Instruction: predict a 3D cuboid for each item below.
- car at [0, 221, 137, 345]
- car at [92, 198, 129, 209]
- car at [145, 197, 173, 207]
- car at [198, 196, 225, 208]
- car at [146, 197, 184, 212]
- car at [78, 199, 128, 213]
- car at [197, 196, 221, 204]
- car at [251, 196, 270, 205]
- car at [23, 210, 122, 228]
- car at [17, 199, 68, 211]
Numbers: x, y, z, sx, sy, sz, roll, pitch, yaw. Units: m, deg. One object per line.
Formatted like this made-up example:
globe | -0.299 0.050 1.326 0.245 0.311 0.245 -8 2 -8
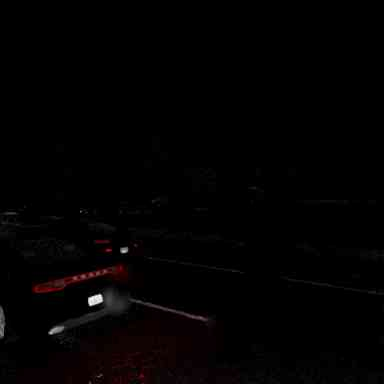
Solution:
car | -3.474 1.475 6.469 5.008 1.535 1.882 0 0 36
car | -11.087 1.588 45.605 1.895 1.301 4.718 0 0 36
car | -5.285 1.513 53.518 1.812 1.442 4.674 0 0 36
car | 2.824 1.554 46.809 1.994 1.385 4.181 0 0 37
car | -2.953 1.469 38.941 1.882 1.535 5.008 0 0 36
car | -8.460 1.496 31.410 1.837 1.490 4.892 0 0 36
car | 3.355 1.534 65.193 2.033 1.411 5.357 0 0 36
car | 12.336 1.498 59.710 1.837 1.490 4.892 0 -1 37
car | -3.845 1.522 11.028 4.674 1.442 1.812 0 0 36
car | -16.846 1.535 37.736 2.033 1.411 5.357 0 0 36
